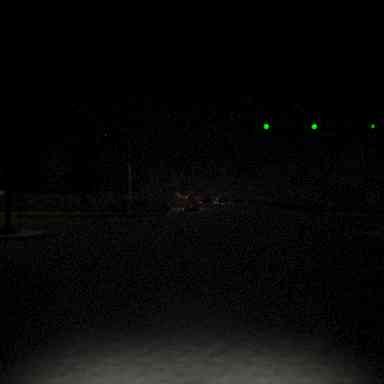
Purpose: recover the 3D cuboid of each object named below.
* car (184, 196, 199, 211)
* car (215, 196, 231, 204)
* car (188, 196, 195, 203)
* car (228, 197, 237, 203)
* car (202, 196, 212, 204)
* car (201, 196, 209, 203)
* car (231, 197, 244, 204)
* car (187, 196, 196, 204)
[{"bbox_3d":[-0.056,1.725,43.912,1.882,1.535,5.008,0,0,0],"label":"car"},{"bbox_3d":[6.904,1.933,74.528,2.128,1.511,4.902,0,0,0],"label":"car"},{"bbox_3d":[-0.109,1.886,84.939,1.837,1.490,4.892,0,0,0],"label":"car"},{"bbox_3d":[10.391,1.910,84.953,1.812,1.442,4.674,0,0,0],"label":"car"},{"bbox_3d":[3.405,1.908,74.524,1.837,1.490,4.892,0,0,0],"label":"car"},{"bbox_3d":[3.391,1.886,84.944,1.837,1.490,4.892,0,0,0],"label":"car"},{"bbox_3d":[10.404,1.886,74.533,1.882,1.535,5.008,0,0,0],"label":"car"},{"bbox_3d":[-0.096,1.769,74.907,2.097,1.767,4.553,0,0,0],"label":"car"}]
